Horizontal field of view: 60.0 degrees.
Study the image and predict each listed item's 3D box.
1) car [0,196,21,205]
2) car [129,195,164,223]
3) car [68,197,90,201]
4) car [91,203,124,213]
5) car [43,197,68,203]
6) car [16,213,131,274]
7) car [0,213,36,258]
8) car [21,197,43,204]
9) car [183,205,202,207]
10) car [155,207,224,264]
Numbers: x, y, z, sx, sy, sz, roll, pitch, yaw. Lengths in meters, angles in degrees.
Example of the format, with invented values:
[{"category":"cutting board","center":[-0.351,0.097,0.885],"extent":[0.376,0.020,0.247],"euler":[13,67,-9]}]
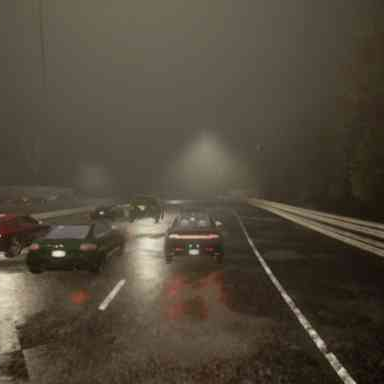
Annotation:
[{"category":"car","center":[-28.046,1.427,51.563],"extent":[2.097,1.767,4.553],"euler":[0,0,0]},{"category":"car","center":[-3.434,1.252,25.915],"extent":[2.150,2.045,5.566],"euler":[0,0,0]},{"category":"car","center":[-17.551,1.571,53.364],"extent":[2.128,1.511,4.902],"euler":[0,0,0]},{"category":"car","center":[-6.924,1.594,27.624],"extent":[1.994,1.385,4.181],"euler":[0,0,0]},{"category":"car","center":[-21.043,1.625,52.664],"extent":[2.033,1.411,5.357],"euler":[0,0,1]},{"category":"car","center":[-3.435,1.572,10.606],"extent":[1.994,1.385,4.181],"euler":[0,0,0]},{"category":"car","center":[-6.925,1.537,12.721],"extent":[1.812,1.442,4.674],"euler":[0,0,0]},{"category":"car","center":[-24.546,1.581,52.777],"extent":[1.837,1.490,4.892],"euler":[0,0,0]},{"category":"car","center":[0.064,1.629,25.639],"extent":[1.895,1.301,4.718],"euler":[0,0,0]},{"category":"car","center":[0.072,1.503,11.915],"extent":[2.128,1.511,4.902],"euler":[0,0,0]}]
